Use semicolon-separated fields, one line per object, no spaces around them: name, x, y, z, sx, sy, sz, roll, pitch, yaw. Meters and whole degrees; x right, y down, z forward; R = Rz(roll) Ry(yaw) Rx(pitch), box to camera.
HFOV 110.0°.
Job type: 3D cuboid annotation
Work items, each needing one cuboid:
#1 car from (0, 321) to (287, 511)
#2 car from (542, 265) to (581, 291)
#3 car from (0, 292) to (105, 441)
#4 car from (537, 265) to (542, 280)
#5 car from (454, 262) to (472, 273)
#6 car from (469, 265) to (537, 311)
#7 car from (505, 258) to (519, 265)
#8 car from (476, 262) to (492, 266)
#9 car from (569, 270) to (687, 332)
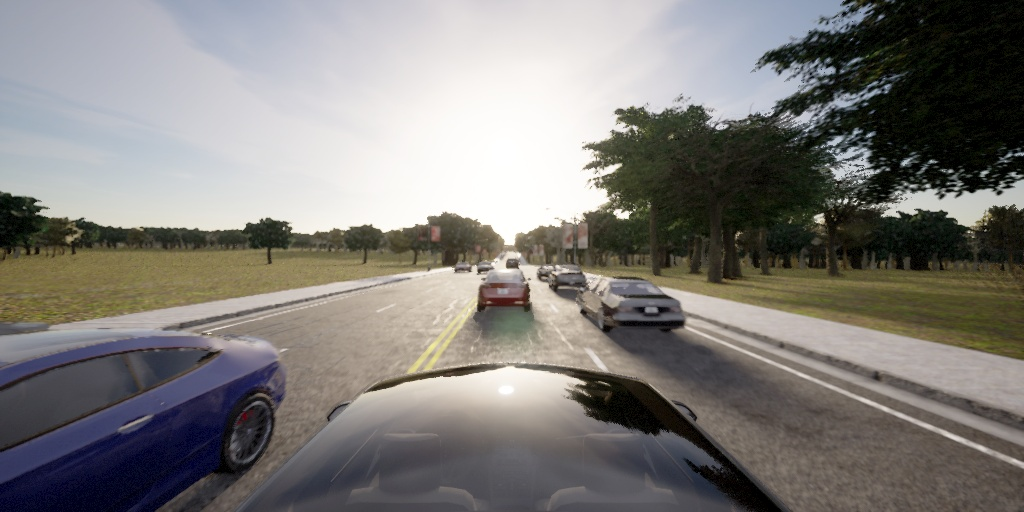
car;-3.348;1.276;2.094;1.812;1.442;4.674;0;0;0
car;3.248;1.279;21.884;2.128;1.511;4.902;0;0;0
car;-6.598;1.243;2.417;2.128;1.511;4.902;0;0;0
car;3.247;1.441;32.919;1.895;1.301;4.718;0;0;0
car;-6.552;1.524;48.551;1.994;1.385;4.181;0;-1;1
car;-0.248;1.271;14.708;2.163;1.488;4.792;0;0;1
car;0.040;1.285;59.713;2.150;2.045;5.566;0;0;0
car;-3.327;1.436;44.969;1.837;1.490;4.892;0;-1;0
car;3.249;1.307;10.881;2.033;1.411;5.357;0;0;0
